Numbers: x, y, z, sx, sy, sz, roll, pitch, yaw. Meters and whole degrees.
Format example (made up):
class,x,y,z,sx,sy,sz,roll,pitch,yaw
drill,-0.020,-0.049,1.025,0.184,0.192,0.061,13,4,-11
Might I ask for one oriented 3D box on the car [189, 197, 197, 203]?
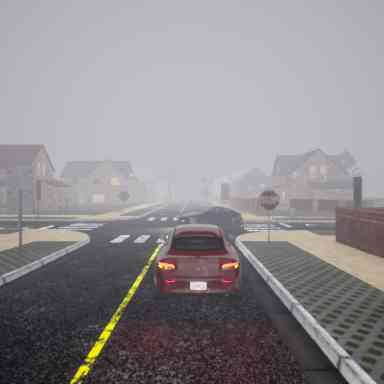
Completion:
class,x,y,z,sx,sy,sz,roll,pitch,yaw
car,0.182,1.807,75.308,2.033,1.411,5.357,0,0,0

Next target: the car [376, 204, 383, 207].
class,x,y,z,sx,sy,sz,roll,pitch,yaw
car,13.911,1.601,23.398,4.892,1.490,1.837,1,0,0

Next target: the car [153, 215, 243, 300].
class,x,y,z,sx,sy,sz,roll,pitch,yaw
car,0.124,1.526,8.294,1.812,1.442,4.674,0,0,0

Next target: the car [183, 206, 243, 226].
class,x,y,z,sx,sy,sz,roll,pitch,yaw
car,1.192,1.594,21.176,4.181,1.385,1.994,0,0,-28
